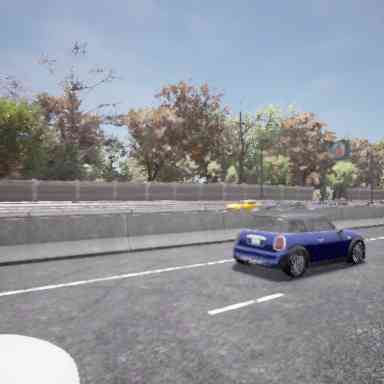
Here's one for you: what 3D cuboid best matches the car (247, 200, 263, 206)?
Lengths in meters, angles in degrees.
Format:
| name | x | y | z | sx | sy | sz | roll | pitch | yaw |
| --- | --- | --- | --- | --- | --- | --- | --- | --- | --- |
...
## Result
| name | x | y | z | sx | sy | sz | roll | pitch | yaw |
| --- | --- | --- | --- | --- | --- | --- | --- | --- | --- |
| car | 8.776 | 1.732 | 36.041 | 4.902 | 1.511 | 2.128 | 1 | 0 | -35 |

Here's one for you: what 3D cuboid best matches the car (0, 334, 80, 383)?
| name | x | y | z | sx | sy | sz | roll | pitch | yaw |
| --- | --- | --- | --- | --- | --- | --- | --- | --- | --- |
| car | -2.947 | 1.513 | 1.645 | 4.674 | 1.442 | 1.812 | 1 | 0 | -36 |

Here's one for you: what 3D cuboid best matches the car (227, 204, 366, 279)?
| name | x | y | z | sx | sy | sz | roll | pitch | yaw |
| --- | --- | --- | --- | --- | --- | --- | --- | --- | --- |
| car | 3.519 | 1.427 | 10.559 | 4.553 | 1.767 | 2.097 | 1 | 0 | -35 |

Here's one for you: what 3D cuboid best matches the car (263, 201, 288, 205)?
| name | x | y | z | sx | sy | sz | roll | pitch | yaw |
| --- | --- | --- | --- | --- | --- | --- | --- | --- | --- |
| car | 9.468 | 1.731 | 32.239 | 4.892 | 1.490 | 1.837 | 1 | 0 | -35 |

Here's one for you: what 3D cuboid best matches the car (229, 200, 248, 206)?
| name | x | y | z | sx | sy | sz | roll | pitch | yaw |
| --- | --- | --- | --- | --- | --- | --- | --- | --- | --- |
| car | 6.258 | 1.713 | 38.544 | 5.008 | 1.535 | 1.882 | 1 | 0 | -35 |

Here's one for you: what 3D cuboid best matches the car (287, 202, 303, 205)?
| name | x | y | z | sx | sy | sz | roll | pitch | yaw |
| --- | --- | --- | --- | --- | --- | --- | --- | --- | --- |
| car | 11.114 | 1.769 | 29.117 | 5.357 | 1.411 | 2.033 | 1 | 0 | -35 |
